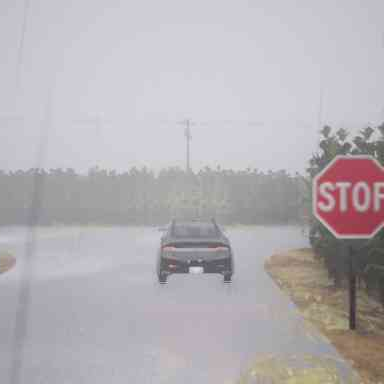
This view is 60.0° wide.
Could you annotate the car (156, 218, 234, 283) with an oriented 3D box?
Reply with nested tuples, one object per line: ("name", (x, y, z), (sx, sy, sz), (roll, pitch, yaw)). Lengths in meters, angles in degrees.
("car", (0.029, 1.484, 9.647), (2.128, 1.511, 4.902), (0, 0, -2))
